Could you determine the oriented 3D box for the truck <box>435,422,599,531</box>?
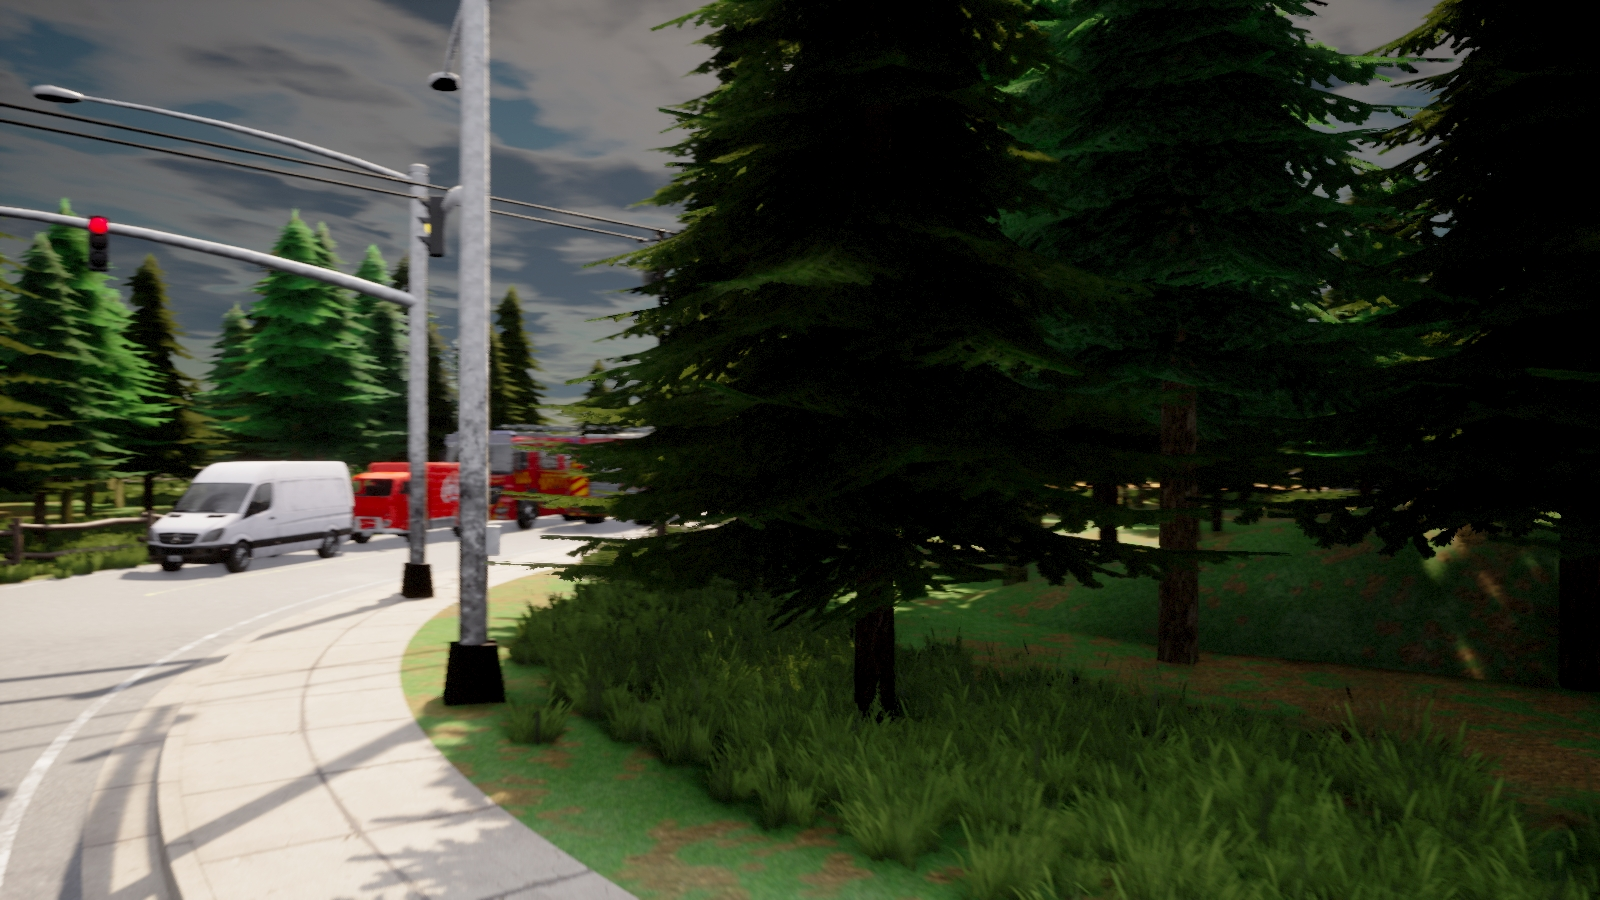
[{"bbox_3d":[-10.694,0.940,44.353,2.891,3.827,8.468,0,0,11],"label":"truck"}]

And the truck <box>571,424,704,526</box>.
[{"bbox_3d":[-6.538,0.954,47.446,2.891,3.827,8.468,0,0,11],"label":"truck"}]

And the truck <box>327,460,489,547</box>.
[{"bbox_3d":[-12.234,1.592,36.164,2.627,2.467,5.204,0,0,11],"label":"truck"}]

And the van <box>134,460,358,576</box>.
[{"bbox_3d":[-13.581,1.544,28.567,1.988,2.561,5.915,0,0,9],"label":"van"}]
